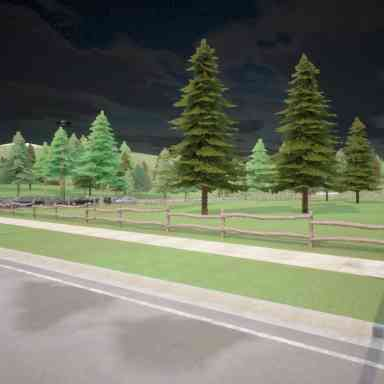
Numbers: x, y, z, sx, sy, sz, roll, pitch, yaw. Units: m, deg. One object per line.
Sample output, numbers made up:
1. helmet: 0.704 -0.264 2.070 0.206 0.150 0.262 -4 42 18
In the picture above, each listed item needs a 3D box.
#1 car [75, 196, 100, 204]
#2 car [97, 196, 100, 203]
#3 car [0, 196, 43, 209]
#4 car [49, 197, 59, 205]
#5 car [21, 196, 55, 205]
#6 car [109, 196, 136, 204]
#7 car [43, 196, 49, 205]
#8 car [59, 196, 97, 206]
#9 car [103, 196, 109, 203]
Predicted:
1. car: -20.920 1.524 66.657 1.812 1.442 4.674 0 0 35
2. car: -17.562 1.478 65.394 1.882 1.535 5.008 0 0 35
3. car: -23.292 1.351 45.198 2.097 1.767 4.553 0 0 35
4. car: -20.415 1.547 55.367 2.033 1.411 5.357 0 0 35
5. car: -26.924 1.491 58.250 2.128 1.511 4.902 0 0 35
6. car: -12.245 1.526 60.868 1.812 1.442 4.674 0 0 35
7. car: -23.597 1.564 56.910 1.994 1.385 4.181 0 0 35
8. car: -17.976 1.505 52.753 1.837 1.490 4.892 0 0 35
9. car: -14.355 1.547 63.912 2.033 1.411 5.357 0 0 36
